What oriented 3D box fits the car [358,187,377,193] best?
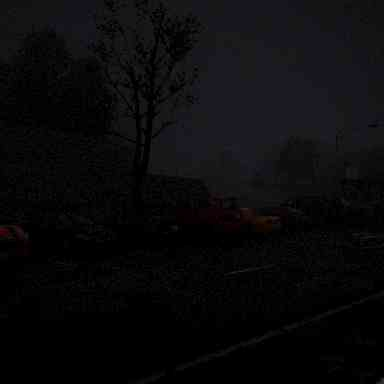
[{"bbox_3d":[29.517,0.138,55.315,2.002,1.452,4.674,7,3,35],"label":"car"}]

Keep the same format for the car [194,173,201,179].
[{"bbox_3d":[3.463,-4.083,92.201,2.185,1.767,4.553,4,1,33],"label":"car"}]

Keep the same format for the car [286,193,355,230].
[{"bbox_3d":[7.199,1.264,21.675,5.566,2.045,2.435,-1,-1,35],"label":"car"}]

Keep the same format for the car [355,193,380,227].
[{"bbox_3d":[9.711,1.268,23.383,5.566,2.045,2.435,-1,-1,35],"label":"car"}]

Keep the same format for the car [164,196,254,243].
[{"bbox_3d":[-0.150,1.249,16.455,5.566,2.045,2.435,-1,-1,34],"label":"car"}]

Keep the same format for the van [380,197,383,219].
[{"bbox_3d":[12.247,1.298,25.055,4.442,1.987,1.878,-1,-1,35],"label":"van"}]

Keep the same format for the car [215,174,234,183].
[{"bbox_3d":[8.845,-3.174,85.011,1.946,1.575,5.366,7,3,34],"label":"car"}]

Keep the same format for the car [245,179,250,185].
[{"bbox_3d":[13.958,-2.316,77.505,2.002,1.452,4.674,7,3,35],"label":"car"}]

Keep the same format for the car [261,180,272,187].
[{"bbox_3d":[17.536,-1.810,72.726,1.946,1.575,5.366,7,3,35],"label":"car"}]

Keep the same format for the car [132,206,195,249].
[{"bbox_3d":[-2.593,1.525,14.708,4.792,1.488,2.163,-1,-1,34],"label":"car"}]

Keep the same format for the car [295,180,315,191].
[{"bbox_3d":[22.607,-0.991,65.166,2.231,1.521,4.892,7,3,35],"label":"car"}]

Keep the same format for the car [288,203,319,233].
[{"bbox_3d":[4.773,1.550,19.915,4.674,1.452,2.002,-1,-1,35],"label":"car"}]

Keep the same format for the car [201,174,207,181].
[{"bbox_3d":[5.195,-3.849,89.732,2.185,1.767,4.553,6,3,34],"label":"car"}]

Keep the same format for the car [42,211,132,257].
[{"bbox_3d":[-5.011,1.495,12.959,4.892,1.521,2.231,-1,-1,34],"label":"car"}]

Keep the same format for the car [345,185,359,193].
[{"bbox_3d":[27.824,-0.425,57.786,2.435,2.045,5.566,7,3,35],"label":"car"}]

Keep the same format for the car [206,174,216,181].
[{"bbox_3d":[6.992,-3.697,87.268,2.435,2.045,5.566,7,3,34],"label":"car"}]

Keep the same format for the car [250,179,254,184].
[{"bbox_3d":[15.702,-2.042,75.045,2.002,1.452,4.674,7,3,35],"label":"car"}]

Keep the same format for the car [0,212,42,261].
[{"bbox_3d":[-7.476,1.367,11.231,4.553,1.767,2.185,-1,-1,34],"label":"car"}]

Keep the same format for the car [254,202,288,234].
[{"bbox_3d":[2.168,1.504,18.285,5.366,1.575,1.946,-1,-1,35],"label":"car"}]

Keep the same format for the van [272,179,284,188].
[{"bbox_3d":[19.113,-1.763,69.997,1.878,1.987,4.442,7,4,35],"label":"van"}]

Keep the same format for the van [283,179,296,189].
[{"bbox_3d":[20.844,-1.489,67.527,1.878,1.987,4.442,7,4,35],"label":"van"}]

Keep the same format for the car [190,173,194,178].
[{"bbox_3d":[1.689,-4.361,94.547,2.435,2.045,5.566,1,-1,34],"label":"car"}]
